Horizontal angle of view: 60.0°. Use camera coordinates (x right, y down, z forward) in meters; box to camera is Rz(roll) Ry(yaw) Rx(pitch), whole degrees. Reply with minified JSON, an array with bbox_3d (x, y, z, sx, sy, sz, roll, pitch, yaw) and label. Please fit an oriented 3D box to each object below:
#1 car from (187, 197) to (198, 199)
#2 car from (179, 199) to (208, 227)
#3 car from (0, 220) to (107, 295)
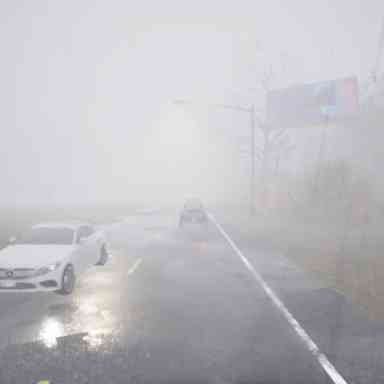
[{"bbox_3d":[0.114,1.389,42.028,2.097,1.767,4.553,0,0,0],"label":"car"},{"bbox_3d":[0.103,1.513,23.013,2.128,1.511,4.902,0,0,0],"label":"car"},{"bbox_3d":[-3.589,1.534,8.851,1.812,1.442,4.674,0,0,0],"label":"car"}]
